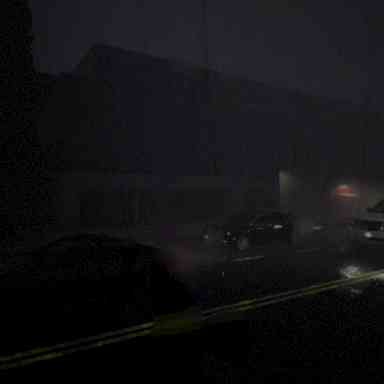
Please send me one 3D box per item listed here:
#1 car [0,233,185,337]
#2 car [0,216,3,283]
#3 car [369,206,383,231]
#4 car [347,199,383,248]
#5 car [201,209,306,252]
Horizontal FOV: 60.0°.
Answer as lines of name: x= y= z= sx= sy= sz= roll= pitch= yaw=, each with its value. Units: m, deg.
car: x=-2.229 y=1.564 z=6.645 sx=4.181 sy=1.385 sz=1.994 roll=0 pitch=0 yaw=-33
car: x=-7.359 y=1.478 z=7.867 sx=5.008 sy=1.535 sz=1.882 roll=0 pitch=0 yaw=-29
car: x=12.959 y=1.564 z=20.294 sx=4.181 sy=1.385 sz=1.994 roll=0 pitch=0 yaw=-32
car: x=8.762 y=1.224 z=13.595 sx=5.566 sy=2.045 sz=2.150 roll=0 pitch=0 yaw=-32
car: x=2.662 y=1.505 z=13.902 sx=4.892 sy=1.490 sz=1.837 roll=0 pitch=0 yaw=-32
